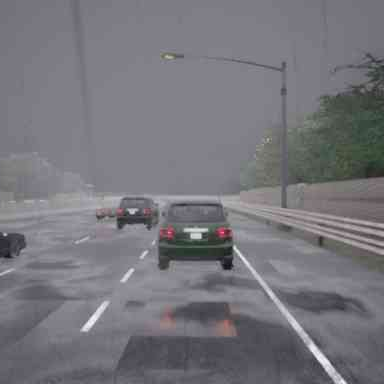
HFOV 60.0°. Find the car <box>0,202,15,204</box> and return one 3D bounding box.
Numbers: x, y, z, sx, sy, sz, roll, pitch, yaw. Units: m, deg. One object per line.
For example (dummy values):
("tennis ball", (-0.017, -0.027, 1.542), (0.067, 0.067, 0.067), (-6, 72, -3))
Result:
("car", (-28.009, 2.111, 50.554), (1.895, 1.301, 4.718), (0, -1, 1))

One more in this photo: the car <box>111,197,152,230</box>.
("car", (-3.490, 1.329, 22.148), (2.150, 2.045, 5.566), (0, -1, 0))

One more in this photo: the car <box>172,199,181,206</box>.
("car", (-3.469, 2.407, 76.054), (1.837, 1.490, 4.892), (0, -1, 0))

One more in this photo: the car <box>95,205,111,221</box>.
("car", (-6.887, 1.787, 29.059), (1.895, 1.301, 4.718), (0, -1, 0))

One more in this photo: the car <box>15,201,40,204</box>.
("car", (-24.537, 2.042, 50.981), (1.812, 1.442, 4.674), (0, -1, 0))

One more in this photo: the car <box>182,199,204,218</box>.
("car", (0.115, 1.604, 33.859), (2.097, 1.767, 4.553), (0, -1, 0))

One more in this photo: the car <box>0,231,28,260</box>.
("car", (-6.896, 1.570, 9.621), (2.033, 1.411, 5.357), (0, 0, 0))

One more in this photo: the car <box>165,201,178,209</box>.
("car", (-3.477, 2.178, 57.286), (1.994, 1.385, 4.181), (0, -1, 0))

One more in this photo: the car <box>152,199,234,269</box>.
("car", (0.106, 1.252, 11.353), (2.150, 2.045, 5.566), (0, 0, 0))
